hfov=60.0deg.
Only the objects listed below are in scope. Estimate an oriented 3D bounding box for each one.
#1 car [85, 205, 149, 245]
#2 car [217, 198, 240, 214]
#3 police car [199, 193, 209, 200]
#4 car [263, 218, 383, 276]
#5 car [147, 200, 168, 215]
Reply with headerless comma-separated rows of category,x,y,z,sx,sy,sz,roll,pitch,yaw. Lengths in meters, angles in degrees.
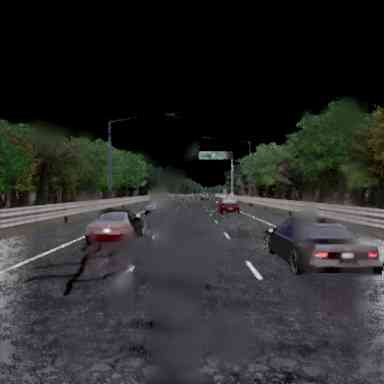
car,-3.401,1.511,15.302,1.994,1.385,4.181,0,0,0
car,3.593,1.375,33.414,1.882,1.535,5.008,0,0,0
police car,3.481,1.345,87.336,2.038,1.542,4.974,0,0,0
car,3.597,1.511,10.203,2.033,1.411,5.357,0,0,0
car,-3.406,1.463,32.525,1.994,1.385,4.181,0,0,0
